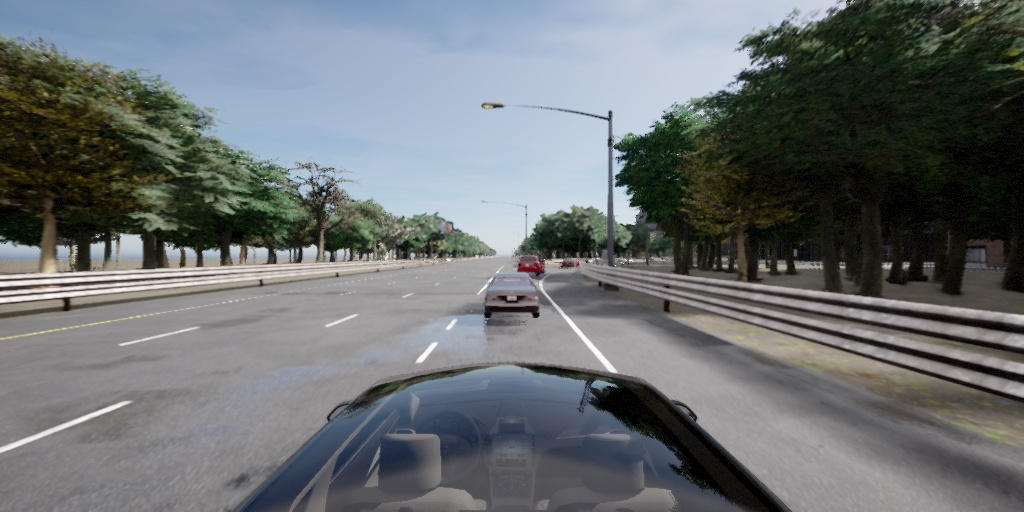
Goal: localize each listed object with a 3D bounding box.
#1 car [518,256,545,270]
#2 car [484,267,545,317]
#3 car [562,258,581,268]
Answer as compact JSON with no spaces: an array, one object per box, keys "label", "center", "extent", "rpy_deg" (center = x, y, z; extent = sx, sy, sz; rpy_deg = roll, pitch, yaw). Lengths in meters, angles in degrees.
[{"label":"car","center":[2.040,0.970,36.709],"extent":[2.150,2.045,5.566],"rpy_deg":[0,0,13]},{"label":"car","center":[-0.001,1.287,13.105],"extent":[2.033,1.411,5.357],"rpy_deg":[0,0,0]},{"label":"car","center":[9.581,1.045,57.449],"extent":[2.097,1.767,4.553],"rpy_deg":[0,0,28]}]
